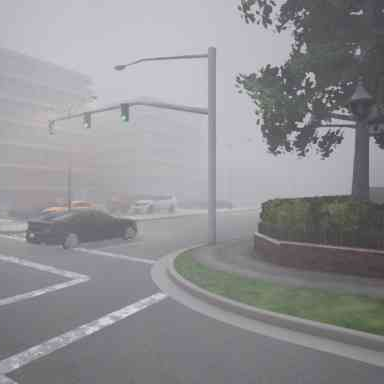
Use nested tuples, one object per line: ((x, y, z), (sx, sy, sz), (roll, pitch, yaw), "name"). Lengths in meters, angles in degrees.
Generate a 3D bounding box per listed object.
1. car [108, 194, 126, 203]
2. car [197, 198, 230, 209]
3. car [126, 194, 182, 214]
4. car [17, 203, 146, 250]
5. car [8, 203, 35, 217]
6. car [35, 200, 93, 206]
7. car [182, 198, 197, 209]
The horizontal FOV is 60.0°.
((-6.865, 1.220, 37.091), (2.150, 2.045, 5.566), (0, 0, 36), "car")
((3.137, 1.599, 44.896), (1.895, 1.301, 4.718), (0, 0, 36), "car")
((-3.877, 1.220, 35.241), (2.150, 2.045, 5.566), (0, 0, 36), "car")
((-4.563, 1.484, 14.549), (1.882, 1.535, 5.008), (0, 0, 36), "car")
((-12.848, 1.546, 28.842), (2.033, 1.411, 5.357), (0, 0, 36), "car")
((-9.700, 1.476, 27.224), (1.882, 1.535, 5.008), (0, 0, 36), "car")
((-0.065, 1.546, 46.448), (2.033, 1.411, 5.357), (0, 0, 36), "car")
